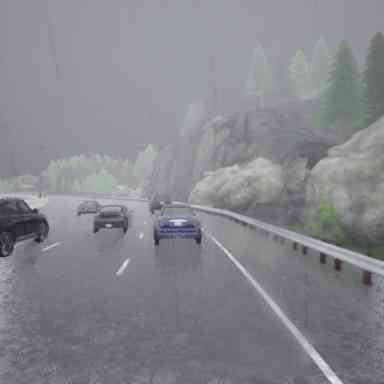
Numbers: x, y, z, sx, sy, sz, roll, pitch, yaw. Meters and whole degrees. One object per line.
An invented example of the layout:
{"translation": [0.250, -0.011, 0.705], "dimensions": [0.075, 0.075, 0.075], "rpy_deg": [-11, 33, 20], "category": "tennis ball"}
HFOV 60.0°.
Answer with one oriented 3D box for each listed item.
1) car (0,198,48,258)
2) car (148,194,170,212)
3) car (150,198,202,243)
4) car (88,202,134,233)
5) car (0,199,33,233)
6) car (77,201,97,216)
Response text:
{"translation": [-7.483, 1.235, 12.839], "dimensions": [2.150, 2.045, 5.566], "rpy_deg": [0, 0, -4], "category": "car"}
{"translation": [-3.427, 1.226, 35.483], "dimensions": [2.150, 2.045, 5.566], "rpy_deg": [0, 0, -11], "category": "car"}
{"translation": [-0.767, 1.353, 16.177], "dimensions": [2.097, 1.767, 4.553], "rpy_deg": [0, 0, -5], "category": "car"}
{"translation": [-4.652, 1.513, 19.938], "dimensions": [1.837, 1.490, 4.892], "rpy_deg": [0, 0, -6], "category": "car"}
{"translation": [-11.763, 1.374, 20.516], "dimensions": [2.097, 1.767, 4.553], "rpy_deg": [0, 0, -6], "category": "car"}
{"translation": [-9.982, 1.565, 32.581], "dimensions": [2.033, 1.411, 5.357], "rpy_deg": [0, 0, -10], "category": "car"}
